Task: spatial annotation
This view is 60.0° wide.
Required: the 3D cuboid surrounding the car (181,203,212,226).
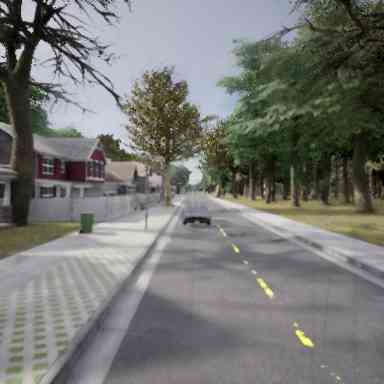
[{"bbox_3d":[0.287,1.436,22.604,2.033,1.411,5.357,0,0,0],"label":"car"}]
